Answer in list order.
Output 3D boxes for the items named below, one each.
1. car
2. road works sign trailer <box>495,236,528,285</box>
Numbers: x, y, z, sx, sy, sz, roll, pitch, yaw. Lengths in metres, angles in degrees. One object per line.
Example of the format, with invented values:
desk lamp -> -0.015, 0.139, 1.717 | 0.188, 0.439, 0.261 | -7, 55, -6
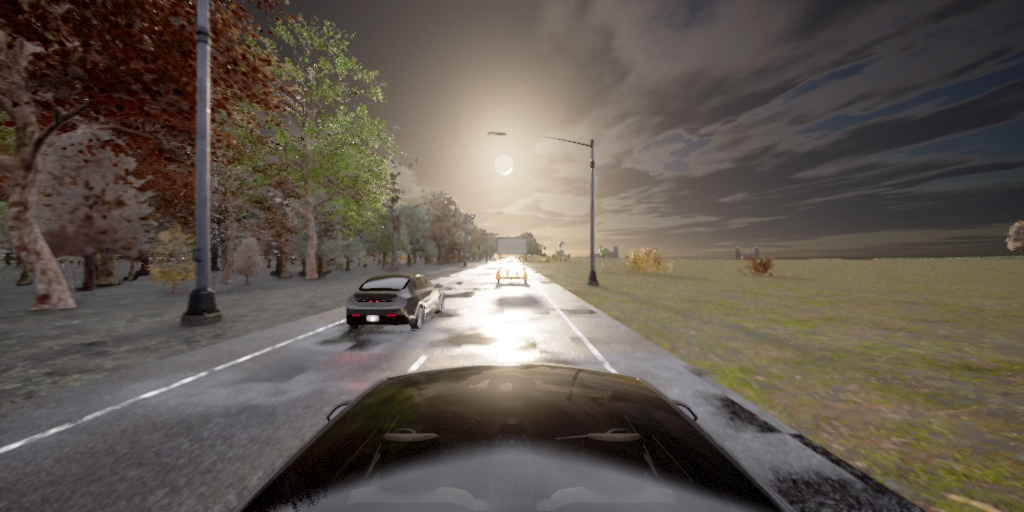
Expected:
car -> -3.401, 1.283, 11.177 | 1.837, 1.490, 4.892 | 0, 0, 0
road works sign trailer -> 0.006, 0.290, 27.410 | 2.380, 3.560, 2.880 | 0, 0, 0
